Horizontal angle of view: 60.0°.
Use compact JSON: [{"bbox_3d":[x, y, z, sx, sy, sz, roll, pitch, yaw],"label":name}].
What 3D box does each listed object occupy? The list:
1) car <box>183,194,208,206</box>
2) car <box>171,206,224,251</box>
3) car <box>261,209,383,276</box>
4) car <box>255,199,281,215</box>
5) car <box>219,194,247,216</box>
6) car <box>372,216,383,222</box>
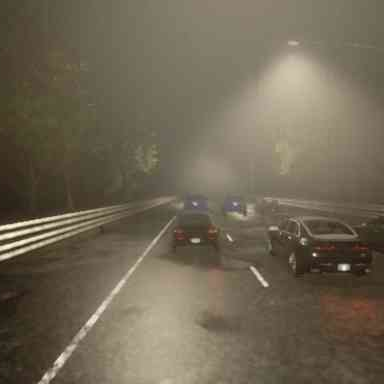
[{"bbox_3d":[0.367,1.191,31.783,2.150,2.045,5.566,0,0,1],"label":"car"},{"bbox_3d":[0.152,1.513,13.872,1.812,1.442,4.674,0,0,1],"label":"car"},{"bbox_3d":[3.613,1.498,10.262,1.837,1.490,4.892,0,1,1],"label":"car"},{"bbox_3d":[7.383,1.460,32.694,2.128,1.511,4.902,0,0,1],"label":"car"},{"bbox_3d":[3.866,1.191,31.733,2.150,2.045,5.566,0,0,1],"label":"car"},{"bbox_3d":[7.128,1.516,11.544,1.812,1.442,4.674,0,0,1],"label":"car"}]
